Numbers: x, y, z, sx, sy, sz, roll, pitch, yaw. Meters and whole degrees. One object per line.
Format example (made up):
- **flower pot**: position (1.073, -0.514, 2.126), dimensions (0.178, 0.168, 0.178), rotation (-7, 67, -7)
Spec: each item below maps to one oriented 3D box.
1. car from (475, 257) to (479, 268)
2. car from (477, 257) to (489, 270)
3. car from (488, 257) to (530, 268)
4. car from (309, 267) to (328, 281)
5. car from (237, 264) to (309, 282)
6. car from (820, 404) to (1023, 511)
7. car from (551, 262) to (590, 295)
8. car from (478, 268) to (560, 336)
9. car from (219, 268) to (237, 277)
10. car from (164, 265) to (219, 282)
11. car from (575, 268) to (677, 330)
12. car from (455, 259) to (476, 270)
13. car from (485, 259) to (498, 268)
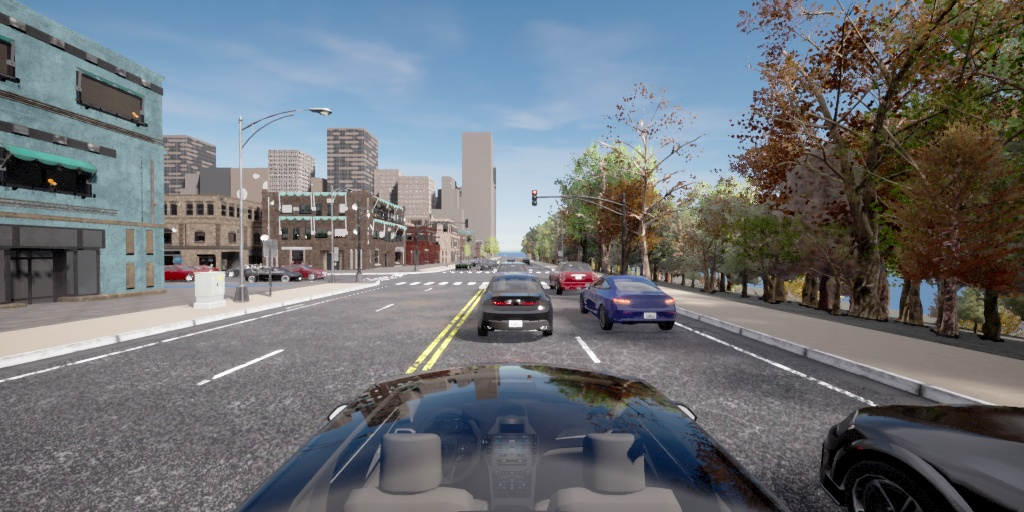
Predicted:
- **car**: position (-6.754, 1.333, 60.639), dimensions (1.895, 1.301, 4.718), rotation (0, 0, 0)
- **car**: position (-3.518, 1.241, 50.982), dimensions (1.837, 1.490, 4.892), rotation (0, 0, -2)
- **car**: position (0.048, 1.099, 19.259), dimensions (2.097, 1.767, 4.553), rotation (0, 0, 0)
- **car**: position (-19.498, 1.488, 32.929), dimensions (4.674, 1.442, 1.812), rotation (-1, 1, -1)
- **car**: position (-20.033, 1.561, 30.216), dimensions (4.313, 1.339, 1.948), rotation (0, 0, 0)
- **car**: position (3.358, 1.314, 0.987), dimensions (1.994, 1.385, 4.181), rotation (0, 0, -1)
- **car**: position (3.298, 1.099, 19.936), dimensions (2.097, 1.767, 4.553), rotation (0, 0, 0)
- **car**: position (0.075, 1.253, 10.350), dimensions (1.837, 1.490, 4.892), rotation (0, 0, 0)
- **car**: position (-28.392, 1.556, 38.703), dimensions (4.403, 1.370, 2.007), rotation (0, 0, 0)
- **car**: position (-30.381, 1.564, 32.904), dimensions (5.008, 1.535, 1.882), rotation (-1, 1, 0)
- **car**: position (3.324, 1.274, 10.948), dimensions (1.812, 1.442, 4.674), rotation (0, 0, 0)
- **car**: position (-6.740, 1.337, 50.573), dimensions (1.895, 1.301, 4.718), rotation (0, 0, 2)
- **car**: position (-3.507, 1.296, 60.938), dimensions (1.994, 1.385, 4.181), rotation (0, 0, 0)
